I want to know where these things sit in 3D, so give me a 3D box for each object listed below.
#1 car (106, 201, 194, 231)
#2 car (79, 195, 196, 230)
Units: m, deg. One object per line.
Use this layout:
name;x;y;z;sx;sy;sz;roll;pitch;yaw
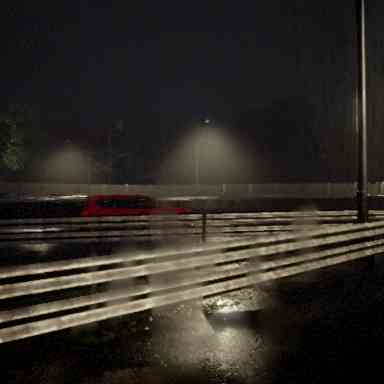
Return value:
car;-2.494;1.393;19.990;5.008;1.535;1.882;-1;0;-10
car;-2.631;1.144;16.414;5.566;2.045;2.150;-1;0;-10
